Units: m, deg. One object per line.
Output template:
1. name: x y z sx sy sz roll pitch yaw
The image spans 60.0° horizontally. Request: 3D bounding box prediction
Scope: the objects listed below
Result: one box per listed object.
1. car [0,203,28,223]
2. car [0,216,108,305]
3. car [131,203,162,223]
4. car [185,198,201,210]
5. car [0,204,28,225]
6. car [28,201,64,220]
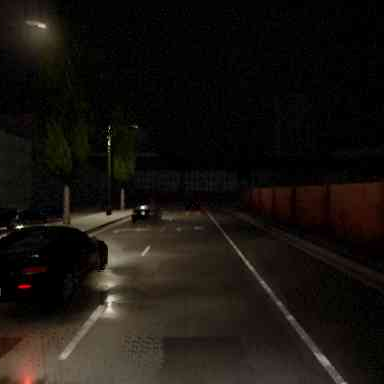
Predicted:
1. car: -15.007 1.632 26.144 1.895 1.301 4.718 0 0 0
2. car: -3.397 1.529 7.971 1.812 1.442 4.674 0 0 0
3. car: -3.406 1.559 25.673 2.033 1.411 5.357 0 0 0
4. car: 0.079 1.547 44.101 1.812 1.442 4.674 0 0 0
5. car: -11.571 1.500 18.467 2.128 1.511 4.902 0 0 0
6. car: -11.507 1.526 26.175 1.882 1.535 5.008 0 0 0
